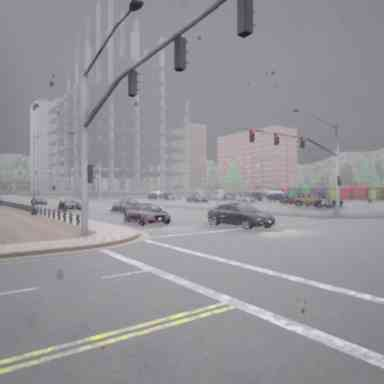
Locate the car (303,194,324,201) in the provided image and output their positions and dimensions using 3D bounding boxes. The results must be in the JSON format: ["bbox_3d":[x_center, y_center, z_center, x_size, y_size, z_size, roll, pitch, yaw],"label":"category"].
[{"bbox_3d":[25.344,1.100,69.451,1.784,1.438,3.905,0,0,-35],"label":"car"}]

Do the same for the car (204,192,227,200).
[{"bbox_3d":[5.188,1.192,73.664,1.970,1.475,3.806,0,0,-35],"label":"car"}]

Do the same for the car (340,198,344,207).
[{"bbox_3d":[17.071,0.990,42.178,1.905,1.878,3.866,0,0,-35],"label":"car"}]

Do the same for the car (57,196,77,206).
[{"bbox_3d":[-19.877,1.415,52.731,1.882,1.535,5.008,0,0,-35],"label":"car"}]

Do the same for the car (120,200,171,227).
[{"bbox_3d":[-3.103,1.517,22.869,1.994,1.385,4.181,0,0,-33],"label":"car"}]

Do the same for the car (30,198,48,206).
[{"bbox_3d":[-24.573,1.620,53.343,1.895,1.301,4.718,0,0,-35],"label":"car"}]

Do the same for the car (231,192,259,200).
[{"bbox_3d":[9.197,1.217,58.003,1.970,1.475,3.806,0,0,-35],"label":"car"}]

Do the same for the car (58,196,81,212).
[{"bbox_3d":[-14.084,1.517,38.454,1.994,1.385,4.181,0,0,-35],"label":"car"}]

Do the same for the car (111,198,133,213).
[{"bbox_3d":[-6.662,1.502,34.059,1.994,1.385,4.181,0,0,-35],"label":"car"}]

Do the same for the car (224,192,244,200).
[{"bbox_3d":[9.714,0.925,76.924,1.932,1.855,4.605,0,0,-35],"label":"car"}]

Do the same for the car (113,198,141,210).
[{"bbox_3d":[-8.460,1.486,42.955,1.994,1.385,4.181,0,0,-35],"label":"car"}]

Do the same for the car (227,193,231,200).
[{"bbox_3d":[7.552,1.148,75.335,1.784,1.438,3.905,0,0,-35],"label":"car"}]

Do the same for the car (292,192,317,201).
[{"bbox_3d":[22.941,0.902,67.831,1.932,1.855,4.605,0,0,-35],"label":"car"}]

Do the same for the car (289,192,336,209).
[{"bbox_3d":[14.676,1.000,40.552,1.932,1.855,4.605,0,0,-35],"label":"car"}]

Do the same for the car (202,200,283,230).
[{"bbox_3d":[2.938,1.444,20.665,1.837,1.490,4.892,0,0,-36],"label":"car"}]
